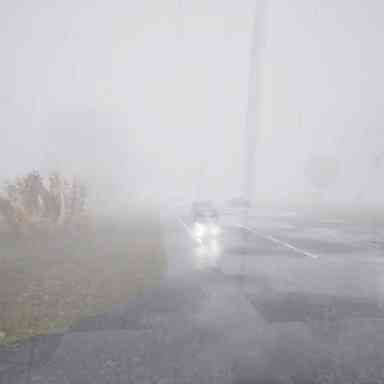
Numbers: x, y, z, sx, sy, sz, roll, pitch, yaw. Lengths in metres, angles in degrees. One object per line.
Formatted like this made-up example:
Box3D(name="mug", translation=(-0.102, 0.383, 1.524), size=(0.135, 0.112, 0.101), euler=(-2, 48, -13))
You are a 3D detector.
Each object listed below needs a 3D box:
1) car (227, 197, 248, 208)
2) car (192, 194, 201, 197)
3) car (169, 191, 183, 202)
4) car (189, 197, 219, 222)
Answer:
Box3D(name="car", translation=(5.957, 1.319, 43.687), size=(1.994, 1.385, 4.181), euler=(0, 0, -6))
Box3D(name="car", translation=(1.153, 1.101, 88.071), size=(1.895, 1.301, 4.718), euler=(0, 0, -6))
Box3D(name="car", translation=(-3.277, 1.169, 63.330), size=(1.882, 1.535, 5.008), euler=(-1, 1, -4))
Box3D(name="car", translation=(0.857, 1.384, 25.768), size=(2.128, 1.511, 4.902), euler=(0, 0, -6))
